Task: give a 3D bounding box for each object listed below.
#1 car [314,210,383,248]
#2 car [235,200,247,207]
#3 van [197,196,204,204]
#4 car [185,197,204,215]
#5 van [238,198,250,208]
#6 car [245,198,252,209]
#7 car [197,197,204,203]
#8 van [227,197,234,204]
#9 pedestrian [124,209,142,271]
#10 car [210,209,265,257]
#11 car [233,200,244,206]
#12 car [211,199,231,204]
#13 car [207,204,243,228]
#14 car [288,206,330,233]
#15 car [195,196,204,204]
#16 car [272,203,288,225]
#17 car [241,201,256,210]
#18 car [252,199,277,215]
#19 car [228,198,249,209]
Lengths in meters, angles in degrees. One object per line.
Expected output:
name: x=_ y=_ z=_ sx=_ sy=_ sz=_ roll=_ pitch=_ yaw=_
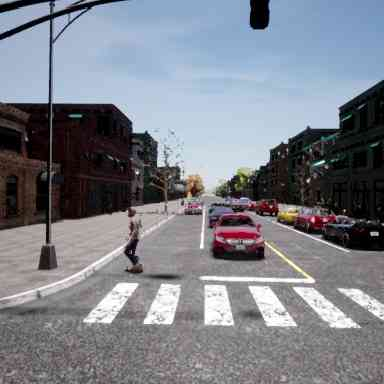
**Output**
car: x=7.689 y=1.800 z=15.928 sx=1.947 sy=1.339 sz=4.313 roll=0 pitch=-1 yaw=2
car: x=9.697 y=2.238 z=65.821 sx=1.887 sy=1.381 sz=4.507 roll=0 pitch=-1 yaw=2
van: x=2.218 y=2.103 z=88.334 sx=1.690 sy=1.788 sz=3.998 roll=0 pitch=-1 yaw=2
car: x=0.210 y=1.745 z=38.440 sx=1.967 sy=1.590 sz=4.097 roll=0 pitch=-1 yaw=2
van: x=9.475 y=1.983 z=60.280 sx=1.690 sy=1.788 sz=3.998 roll=0 pitch=-1 yaw=2
car: x=9.028 y=1.981 z=49.191 sx=1.967 sy=1.590 sz=4.097 roll=0 pitch=-1 yaw=2
car: x=2.441 y=2.252 z=93.877 sx=1.967 sy=1.590 sz=4.097 roll=0 pitch=-1 yaw=2
van: x=10.814 y=2.287 z=93.541 sx=1.690 sy=1.788 sz=3.998 roll=0 pitch=-1 yaw=2
pedestrian: x=-1.659 y=1.320 z=9.464 sx=0.375 sy=1.860 sz=0.375 roll=0 pitch=0 yaw=2
car: x=1.778 y=1.644 z=13.632 sx=1.812 sy=1.442 sz=4.674 roll=1 pitch=0 yaw=3
car: x=9.920 y=2.326 z=71.365 sx=1.802 sy=1.307 sz=4.206 roll=0 pitch=-1 yaw=2
car: x=2.628 y=1.810 z=33.884 sx=1.837 sy=1.490 sz=4.892 roll=1 pitch=-1 yaw=2
car: x=2.209 y=1.774 z=23.576 sx=1.994 sy=1.385 sz=4.181 roll=1 pitch=0 yaw=2
car: x=7.913 y=1.726 z=21.473 sx=1.967 sy=1.590 sz=4.097 roll=0 pitch=-1 yaw=2
car: x=1.996 y=2.026 z=82.790 sx=2.192 sy=1.841 sz=5.009 roll=0 pitch=-1 yaw=2
car: x=8.142 y=1.864 z=27.186 sx=1.752 sy=1.417 sz=4.829 roll=0 pitch=-1 yaw=2
car: x=9.251 y=2.173 z=54.734 sx=1.802 sy=1.307 sz=4.206 roll=0 pitch=-1 yaw=2
car: x=8.583 y=1.754 z=38.105 sx=2.192 sy=1.841 sz=5.009 roll=0 pitch=-1 yaw=2
car: x=6.385 y=2.032 z=47.603 sx=2.033 sy=1.411 sz=5.357 roll=1 pitch=0 yaw=2
